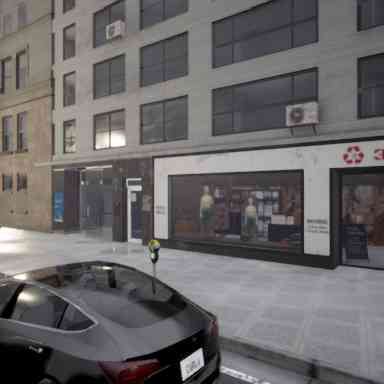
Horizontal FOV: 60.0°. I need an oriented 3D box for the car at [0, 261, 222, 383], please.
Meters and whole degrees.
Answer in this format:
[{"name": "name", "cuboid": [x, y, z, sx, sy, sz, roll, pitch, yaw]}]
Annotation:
[{"name": "car", "cuboid": [-1.684, 1.566, 4.176, 4.313, 1.339, 1.947, 0, 0, 36]}]
